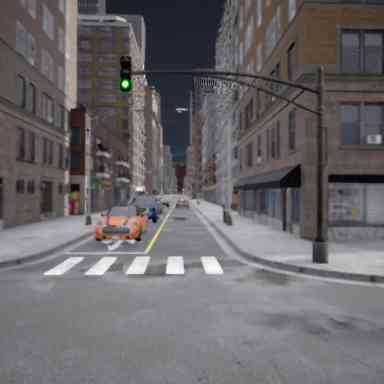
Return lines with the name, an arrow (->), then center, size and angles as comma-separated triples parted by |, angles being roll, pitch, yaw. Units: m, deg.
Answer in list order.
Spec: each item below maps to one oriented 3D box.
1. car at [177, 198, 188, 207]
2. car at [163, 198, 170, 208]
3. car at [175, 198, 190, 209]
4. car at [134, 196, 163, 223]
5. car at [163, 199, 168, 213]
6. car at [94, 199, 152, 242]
car -> -1.734, 1.770, 58.606 | 1.812, 1.442, 4.674 | 0, 0, -2
car -> -4.542, 1.725, 52.678 | 1.882, 1.535, 5.008 | 0, 0, -2
car -> -1.392, 1.690, 48.191 | 2.128, 1.511, 4.902 | 0, 0, -2
car -> -3.773, 1.325, 26.958 | 2.150, 2.045, 5.566 | 0, 0, -2
car -> -4.091, 1.744, 37.055 | 1.895, 1.301, 4.718 | 0, 0, -1
car -> -3.429, 1.417, 16.823 | 2.097, 1.767, 4.553 | 0, 0, -2
